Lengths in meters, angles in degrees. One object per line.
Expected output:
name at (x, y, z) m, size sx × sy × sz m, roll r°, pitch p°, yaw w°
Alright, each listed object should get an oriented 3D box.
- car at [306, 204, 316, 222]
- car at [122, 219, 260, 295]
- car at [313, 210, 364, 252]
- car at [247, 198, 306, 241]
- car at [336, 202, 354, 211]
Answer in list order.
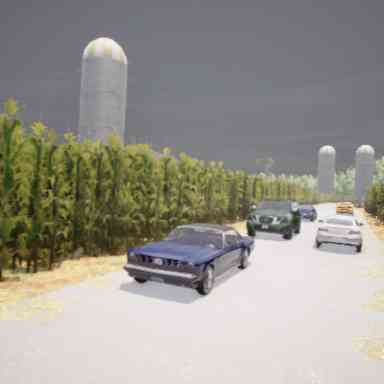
car at (10.370, 1.850, 30.571) m, size 1.812 × 1.442 × 4.674 m, roll 3°, pitch 1°, yaw 25°
car at (0.220, 1.576, 8.982) m, size 1.895 × 1.301 × 4.718 m, roll 3°, pitch 0°, yaw 25°
car at (6.985, 1.810, 15.712) m, size 1.812 × 1.442 × 4.674 m, roll 3°, pitch 0°, yaw 25°
car at (4.726, 1.382, 18.563) m, size 2.150 × 2.045 × 5.566 m, roll 3°, pitch 0°, yaw 25°
car at (18.743, 1.981, 40.744) m, size 1.882 × 1.535 × 5.008 m, roll 3°, pitch 1°, yaw 25°
